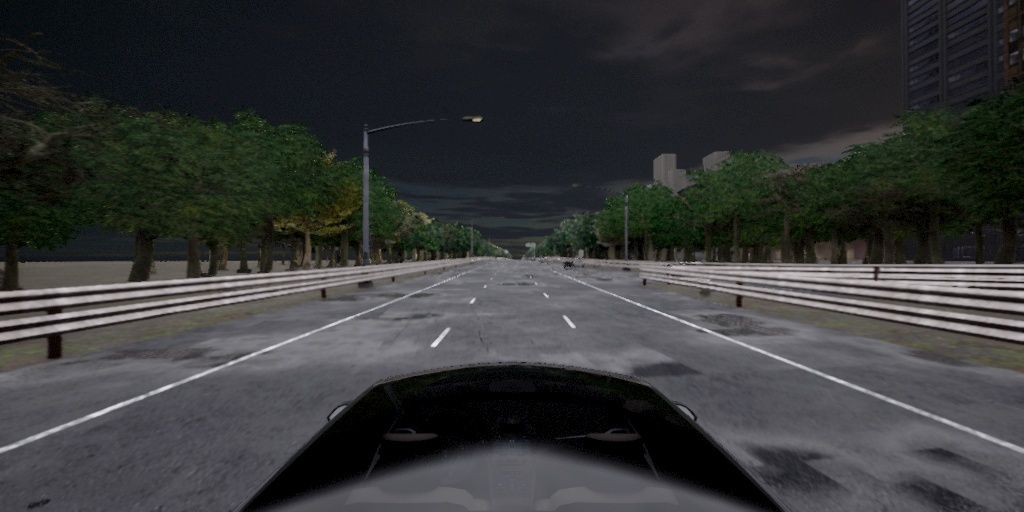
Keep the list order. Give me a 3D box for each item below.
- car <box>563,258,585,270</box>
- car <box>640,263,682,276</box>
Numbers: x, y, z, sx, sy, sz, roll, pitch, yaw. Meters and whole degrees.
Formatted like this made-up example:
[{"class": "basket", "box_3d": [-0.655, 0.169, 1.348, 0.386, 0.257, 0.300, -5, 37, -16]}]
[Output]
[{"class": "car", "box_3d": [8.458, 1.063, 49.384, 2.128, 1.511, 4.902, 0, 0, -11]}, {"class": "car", "box_3d": [13.355, 1.228, 31.028, 1.895, 1.301, 4.718, 0, 0, -22]}]
